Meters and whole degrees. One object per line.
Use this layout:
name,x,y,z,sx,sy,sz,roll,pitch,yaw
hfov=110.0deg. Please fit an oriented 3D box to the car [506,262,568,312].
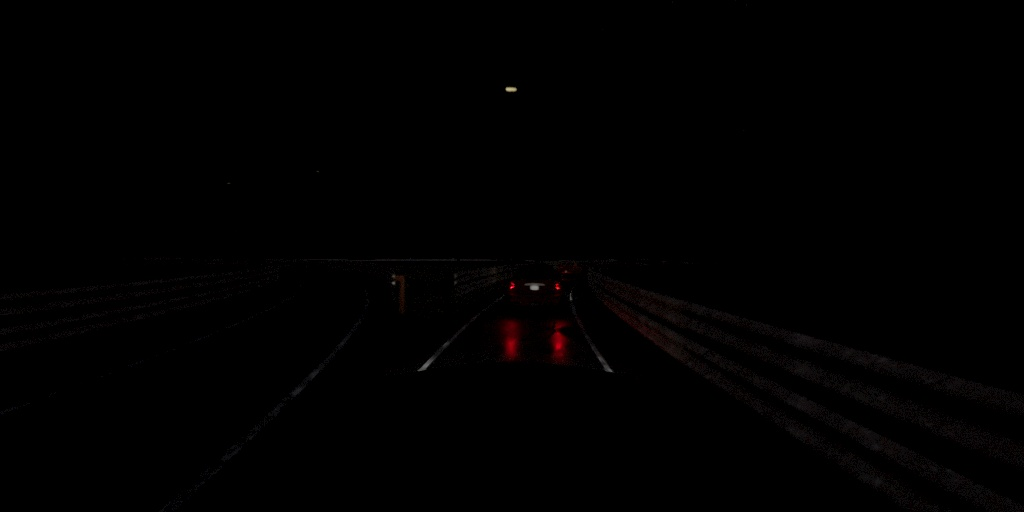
car,1.023,1.117,14.467,2.097,1.767,4.553,0,0,6

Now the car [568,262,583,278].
car,5.800,1.291,35.436,1.882,1.535,5.008,0,0,19
